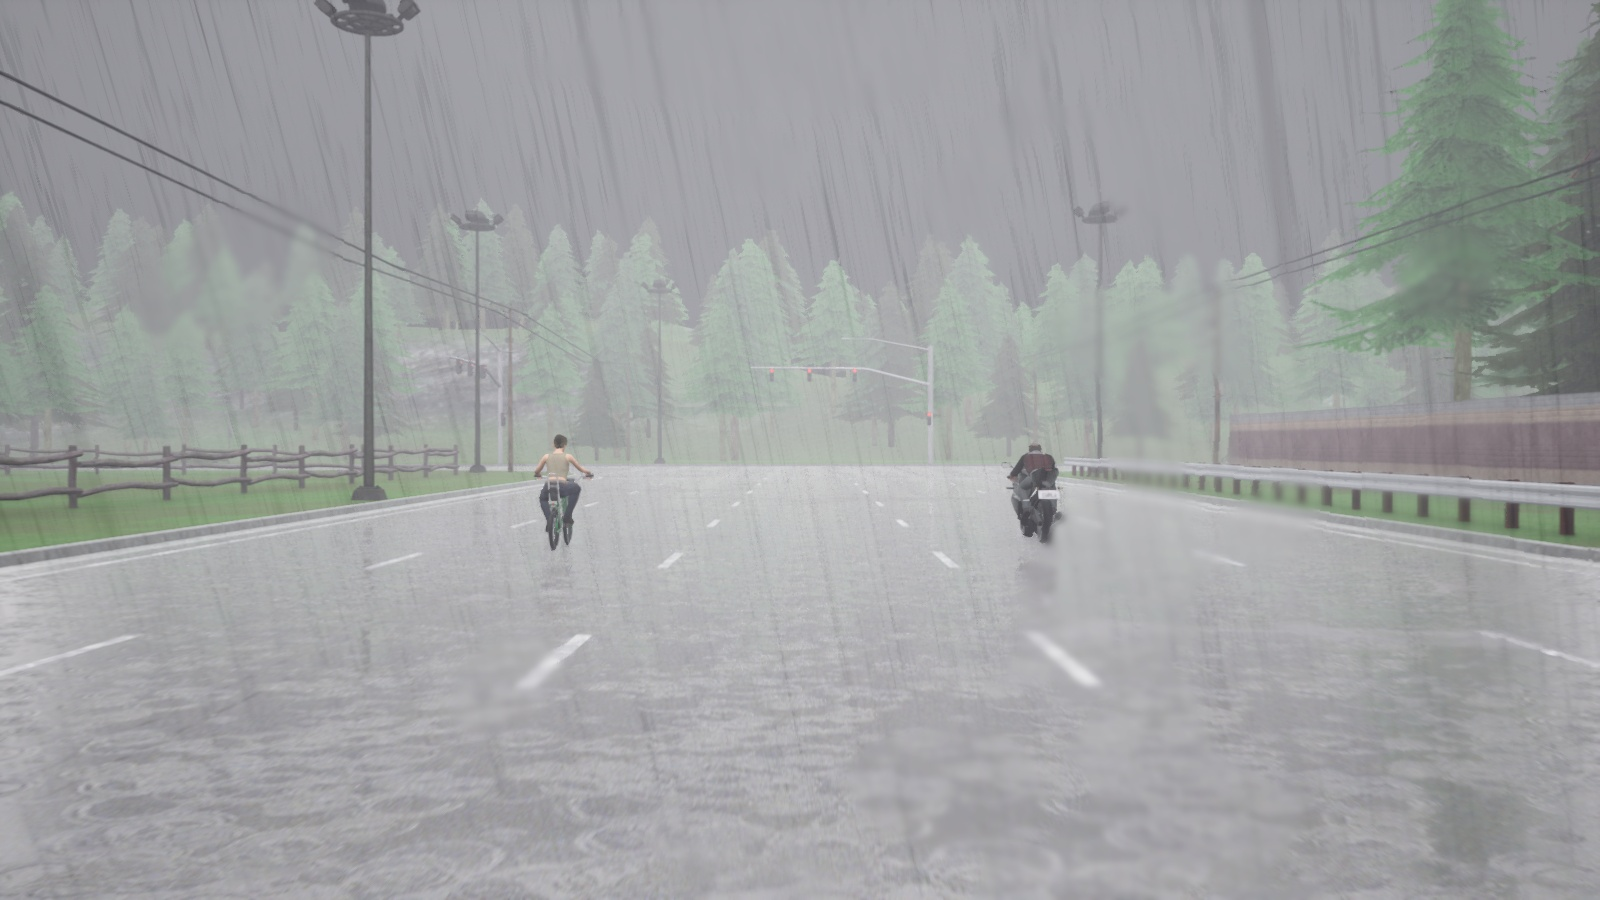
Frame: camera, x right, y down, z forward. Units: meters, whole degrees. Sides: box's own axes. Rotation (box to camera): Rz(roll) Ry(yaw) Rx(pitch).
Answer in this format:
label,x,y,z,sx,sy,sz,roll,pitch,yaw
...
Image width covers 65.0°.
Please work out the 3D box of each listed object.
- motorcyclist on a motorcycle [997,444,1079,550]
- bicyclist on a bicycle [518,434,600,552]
label,x,y,z,sx,sy,sz,roll,pitch,yaw
motorcyclist on a motorcycle,3.626,0.675,19.326,0.866,1.530,2.191,0,0,0
bicyclist on a bicycle,-3.387,0.580,17.788,0.866,1.612,1.509,0,0,1
